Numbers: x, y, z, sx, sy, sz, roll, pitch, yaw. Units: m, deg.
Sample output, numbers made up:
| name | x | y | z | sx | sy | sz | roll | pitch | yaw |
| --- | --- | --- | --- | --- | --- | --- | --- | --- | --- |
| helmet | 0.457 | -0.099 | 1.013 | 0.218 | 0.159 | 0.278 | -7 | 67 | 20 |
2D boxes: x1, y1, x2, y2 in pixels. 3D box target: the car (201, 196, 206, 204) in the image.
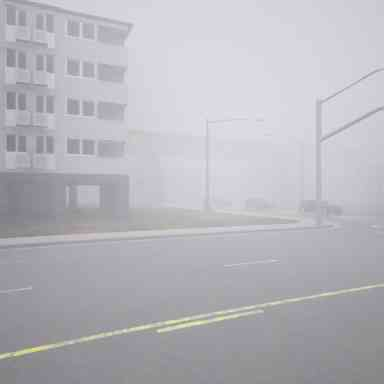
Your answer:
| name | x | y | z | sx | sy | sz | roll | pitch | yaw |
| --- | --- | --- | --- | --- | --- | --- | --- | --- | --- |
| car | 2.734 | 1.504 | 61.850 | 1.837 | 1.490 | 4.892 | 0 | 0 | 4 |

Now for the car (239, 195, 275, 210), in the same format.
| name | x | y | z | sx | sy | sz | roll | pitch | yaw |
| --- | --- | --- | --- | --- | --- | --- | --- | --- | --- |
| car | 8.573 | 1.492 | 42.506 | 2.128 | 1.511 | 4.902 | 0 | 0 | -25 |

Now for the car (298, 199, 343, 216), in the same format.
| name | x | y | z | sx | sy | sz | roll | pitch | yaw |
| --- | --- | --- | --- | --- | --- | --- | --- | --- | --- |
| car | 12.834 | 1.505 | 33.440 | 1.837 | 1.490 | 4.892 | 0 | 0 | -25 |

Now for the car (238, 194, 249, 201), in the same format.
| name | x | y | z | sx | sy | sz | roll | pitch | yaw |
| --- | --- | --- | --- | --- | --- | --- | --- | --- | --- |
| car | 11.407 | 1.539 | 75.339 | 2.033 | 1.411 | 5.357 | 0 | 0 | 41 |

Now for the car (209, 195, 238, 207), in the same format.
| name | x | y | z | sx | sy | sz | roll | pitch | yaw |
| --- | --- | --- | --- | --- | --- | --- | --- | --- | --- |
| car | 4.677 | 1.503 | 51.308 | 1.837 | 1.490 | 4.892 | 0 | 0 | -21 |
